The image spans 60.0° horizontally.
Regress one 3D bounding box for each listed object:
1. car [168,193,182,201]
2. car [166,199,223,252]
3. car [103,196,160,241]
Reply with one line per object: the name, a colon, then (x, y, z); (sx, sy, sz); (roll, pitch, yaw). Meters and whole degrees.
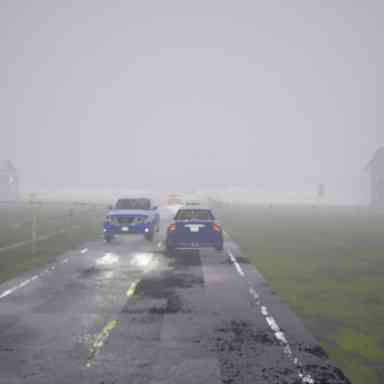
car: (-2.824, 1.232, 56.391); (2.150, 2.045, 5.566); (0, 0, 1)
car: (0.095, 1.351, 14.039); (2.097, 1.767, 4.553); (0, 0, 0)
car: (-2.855, 1.224, 16.899); (2.150, 2.045, 5.566); (0, 0, 0)
